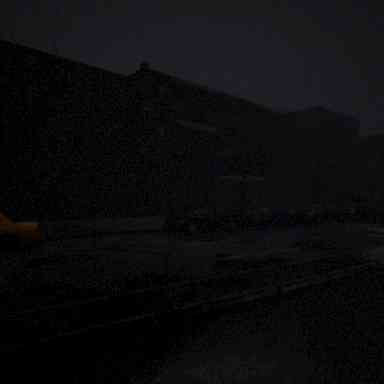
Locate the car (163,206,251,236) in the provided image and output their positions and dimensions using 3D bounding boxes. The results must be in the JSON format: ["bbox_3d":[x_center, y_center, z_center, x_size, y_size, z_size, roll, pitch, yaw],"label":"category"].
[{"bbox_3d":[0.673,1.543,18.941,4.892,1.521,2.231,1,0,-36],"label":"car"}]

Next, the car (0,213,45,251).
[{"bbox_3d":[-8.460,1.442,12.387,5.366,1.575,1.946,1,0,-36],"label":"car"}]

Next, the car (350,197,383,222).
[{"bbox_3d":[14.059,1.559,28.546,4.553,1.767,2.185,1,0,-36],"label":"car"}]

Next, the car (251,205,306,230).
[{"bbox_3d":[5.158,1.630,22.160,4.674,1.452,2.002,1,0,-36],"label":"car"}]

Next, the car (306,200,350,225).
[{"bbox_3d":[9.570,1.511,25.325,4.553,1.767,2.185,1,0,-36],"label":"car"}]
